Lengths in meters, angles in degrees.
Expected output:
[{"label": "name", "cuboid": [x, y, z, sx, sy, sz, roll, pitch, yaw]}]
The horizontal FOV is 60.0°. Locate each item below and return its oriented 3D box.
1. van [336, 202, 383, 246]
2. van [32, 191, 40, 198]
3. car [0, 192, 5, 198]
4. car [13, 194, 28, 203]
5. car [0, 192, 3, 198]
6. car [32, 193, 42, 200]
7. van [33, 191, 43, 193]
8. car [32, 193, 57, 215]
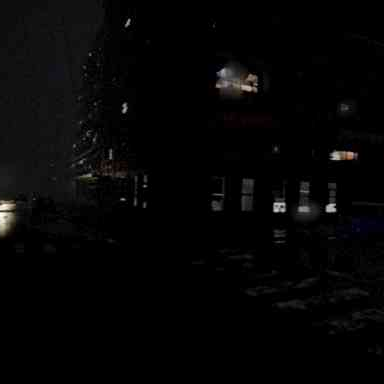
[{"label": "van", "cuboid": [8.341, 1.352, 15.005, 3.998, 1.788, 1.690, 1, 2, -27]}, {"label": "van", "cuboid": [-39.940, 0.658, 85.235, 1.690, 1.788, 3.998, 1, 0, -26]}, {"label": "car", "cuboid": [-45.087, 0.668, 76.619, 2.008, 1.369, 4.403, 1, 0, -26]}, {"label": "car", "cuboid": [-28.321, 0.997, 54.981, 1.812, 1.442, 4.674, 2, 0, -26]}, {"label": "car", "cuboid": [-47.491, 0.660, 81.597, 1.802, 1.307, 4.206, 1, 0, -26]}, {"label": "car", "cuboid": [-32.737, 0.978, 70.299, 1.887, 1.381, 4.507, 1, 0, -26]}, {"label": "van", "cuboid": [-25.526, 0.895, 55.364, 1.690, 1.788, 3.998, 1, 0, -26]}, {"label": "car", "cuboid": [-13.518, 1.204, 30.471, 1.967, 1.590, 4.097, 1, 0, -26]}]
